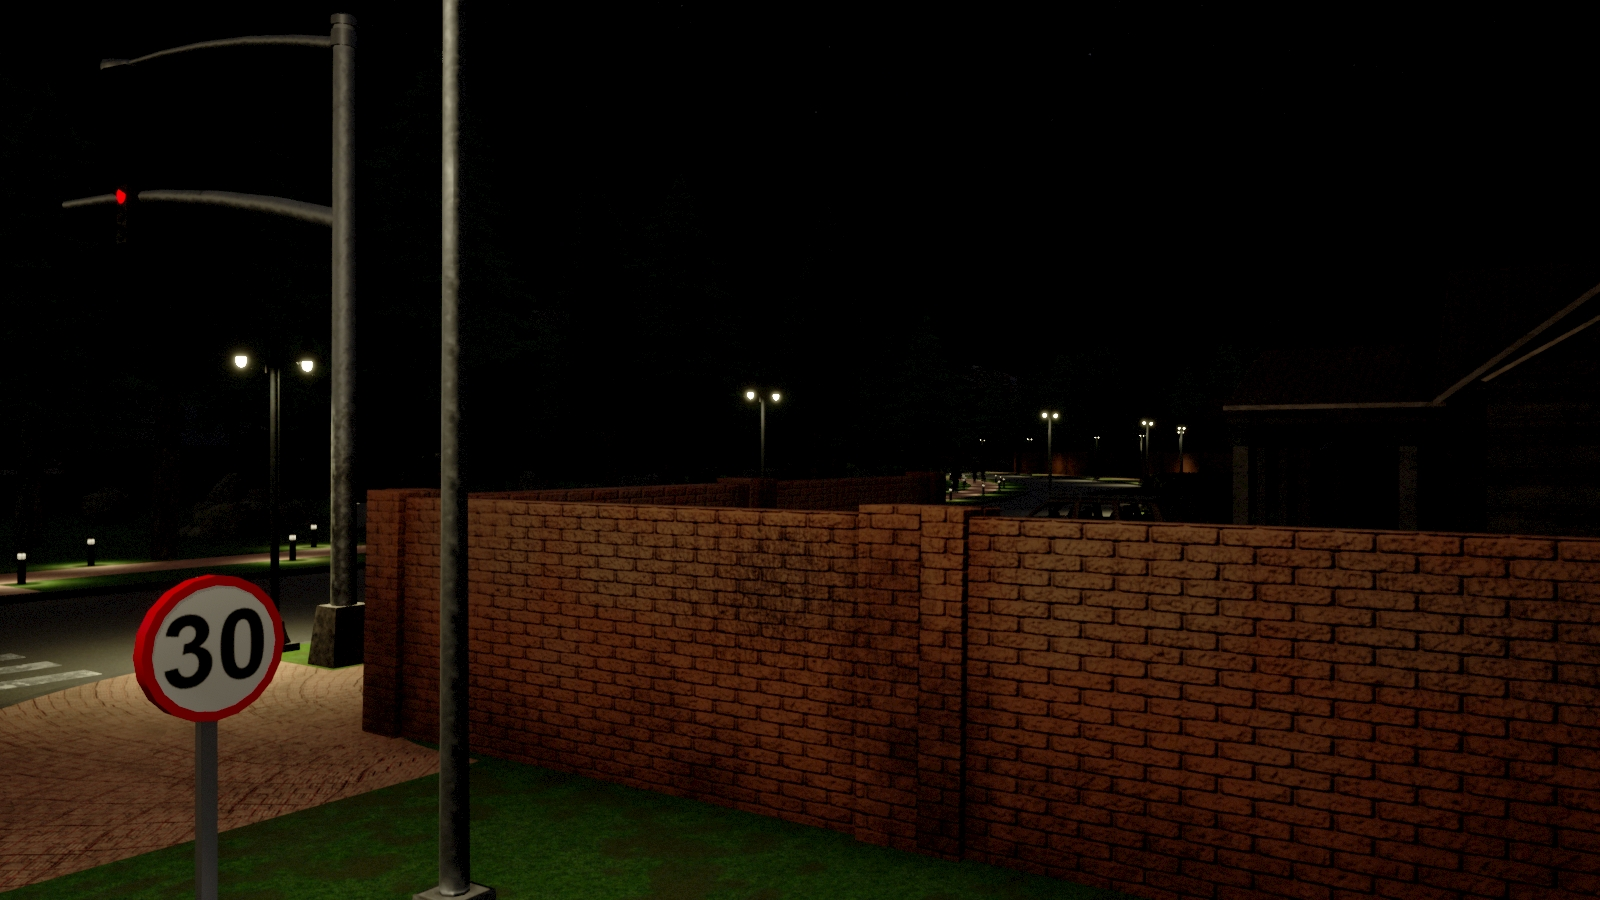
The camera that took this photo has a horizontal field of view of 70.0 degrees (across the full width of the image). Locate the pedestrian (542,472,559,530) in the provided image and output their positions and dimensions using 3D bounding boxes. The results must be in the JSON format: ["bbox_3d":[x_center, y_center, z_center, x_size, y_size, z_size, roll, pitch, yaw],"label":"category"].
[{"bbox_3d":[-8.152,1.663,37.320,0.375,1.860,0.375,0,0,41],"label":"pedestrian"}]
